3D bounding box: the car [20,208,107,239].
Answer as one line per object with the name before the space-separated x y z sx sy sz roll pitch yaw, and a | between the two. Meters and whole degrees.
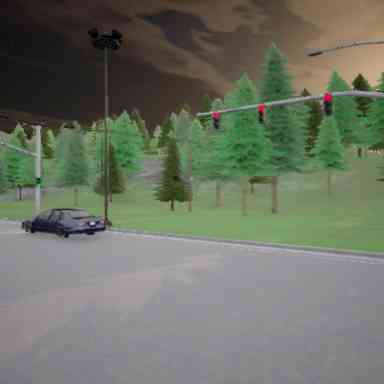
car | -6.825 1.560 17.456 5.357 1.411 2.033 0 0 35
